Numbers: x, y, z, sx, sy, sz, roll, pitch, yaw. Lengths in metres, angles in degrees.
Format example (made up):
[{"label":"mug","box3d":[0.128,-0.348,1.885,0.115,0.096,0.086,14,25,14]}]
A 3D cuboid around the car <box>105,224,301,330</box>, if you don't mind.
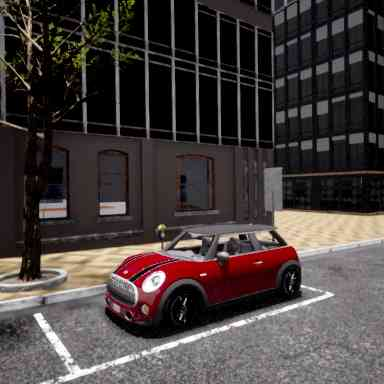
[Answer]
[{"label":"car","box3d":[0.334,1.439,6.813,4.097,1.590,1.967,0,-1,-35]}]
